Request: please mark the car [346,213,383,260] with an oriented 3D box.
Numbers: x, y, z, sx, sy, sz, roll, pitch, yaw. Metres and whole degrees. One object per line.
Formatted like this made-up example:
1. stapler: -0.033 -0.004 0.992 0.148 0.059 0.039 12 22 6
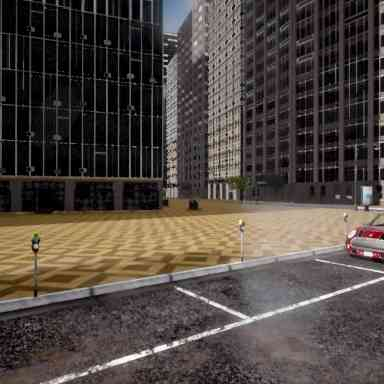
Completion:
1. car: 7.205 1.437 11.691 4.097 1.590 1.967 0 0 -35
